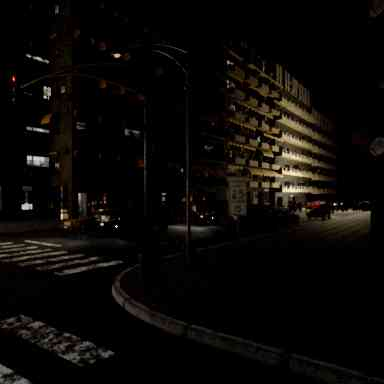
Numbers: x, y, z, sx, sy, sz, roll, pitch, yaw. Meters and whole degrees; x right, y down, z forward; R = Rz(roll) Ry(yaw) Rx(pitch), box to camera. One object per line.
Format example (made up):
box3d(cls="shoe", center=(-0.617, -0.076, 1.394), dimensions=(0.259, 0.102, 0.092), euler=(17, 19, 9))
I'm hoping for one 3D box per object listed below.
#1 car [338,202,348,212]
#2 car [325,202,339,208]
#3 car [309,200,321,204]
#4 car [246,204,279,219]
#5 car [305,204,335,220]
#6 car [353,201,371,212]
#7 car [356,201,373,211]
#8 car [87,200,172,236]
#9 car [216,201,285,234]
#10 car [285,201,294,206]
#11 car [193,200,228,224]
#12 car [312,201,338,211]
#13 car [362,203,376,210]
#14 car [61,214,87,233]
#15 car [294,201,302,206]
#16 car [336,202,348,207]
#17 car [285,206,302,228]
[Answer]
box3d(cls="car", center=(25.302, 2.626, 56.973), dimensions=(2.128, 1.511, 4.902), euler=(0, -1, 35))
box3d(cls="car", center=(32.786, 3.067, 77.824), dimensions=(1.887, 1.381, 4.507), euler=(-1, -2, 35))
box3d(cls="car", center=(23.062, 2.771, 63.892), dimensions=(1.887, 1.381, 4.507), euler=(-1, -2, 35))
box3d(cls="car", center=(8.094, 2.191, 37.874), dimensions=(1.837, 1.490, 4.892), euler=(0, -1, 35))
box3d(cls="car", center=(13.735, 2.284, 35.941), dimensions=(1.802, 1.307, 4.206), euler=(-1, -2, 35))
box3d(cls="car", center=(29.939, 2.522, 59.169), dimensions=(2.192, 1.841, 5.009), euler=(-1, -2, 35))
box3d(cls="car", center=(33.181, 2.622, 63.814), dimensions=(2.192, 1.841, 5.009), euler=(-1, -2, 35))
box3d(cls="car", center=(-3.543, 1.541, 21.224), dimensions=(2.150, 2.045, 5.566), euler=(0, -1, 35))
box3d(cls="car", center=(4.010, 1.711, 22.016), dimensions=(2.192, 1.841, 5.009), euler=(-1, -2, 35))
box3d(cls="car", center=(13.240, 2.446, 49.819), dimensions=(1.752, 1.417, 4.829), euler=(-1, -2, 35))
box3d(cls="car", center=(2.367, 1.728, 29.693), dimensions=(2.150, 2.045, 5.566), euler=(0, -1, 34))
box3d(cls="car", center=(19.421, 2.456, 48.536), dimensions=(1.837, 1.490, 4.892), euler=(0, -1, 35))
box3d(cls="car", center=(36.424, 2.971, 68.451), dimensions=(1.947, 1.339, 4.313), euler=(-1, -2, 35))
box3d(cls="car", center=(-6.208, 1.834, 21.952), dimensions=(1.752, 1.417, 4.829), euler=(-1, -2, 35))
box3d(cls="car", center=(16.578, 2.340, 54.608), dimensions=(2.192, 1.841, 5.009), euler=(-1, -2, 35))
box3d(cls="car", center=(39.270, 3.282, 87.114), dimensions=(1.947, 1.339, 4.313), euler=(-1, -2, 35))
box3d(cls="car", center=(7.253, 2.043, 26.654), dimensions=(1.887, 1.381, 4.507), euler=(-1, -2, 35))
